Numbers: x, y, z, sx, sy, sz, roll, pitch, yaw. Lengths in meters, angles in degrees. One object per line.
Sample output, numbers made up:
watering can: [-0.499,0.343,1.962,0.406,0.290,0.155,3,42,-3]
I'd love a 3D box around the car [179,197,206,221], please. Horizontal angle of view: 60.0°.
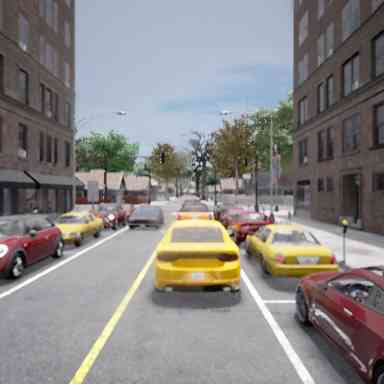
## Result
car: [0.059,1.372,27.971,2.097,1.767,4.553,0,0,0]

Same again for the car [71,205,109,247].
car: [-5.358,1.534,15.095,1.752,1.417,4.829,0,0,0]

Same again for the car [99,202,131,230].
car: [-5.346,1.454,20.784,1.967,1.590,4.097,0,0,0]

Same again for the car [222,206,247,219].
car: [2.667,1.554,15.251,1.887,1.381,4.507,0,0,0]

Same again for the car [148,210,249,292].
car: [0.119,1.482,8.958,1.882,1.535,5.008,0,0,0]

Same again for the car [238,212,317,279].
car: [2.656,1.530,9.903,1.752,1.417,4.829,0,0,0]

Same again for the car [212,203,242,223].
car: [2.692,1.584,26.287,1.947,1.339,4.313,0,0,0]

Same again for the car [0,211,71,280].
car: [-5.370,1.445,9.747,1.967,1.590,4.097,0,0,0]

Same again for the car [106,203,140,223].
car: [-5.333,1.600,26.303,1.802,1.307,4.206,0,0,0]

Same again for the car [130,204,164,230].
car: [-2.782,1.562,21.508,2.033,1.411,5.357,0,0,0]

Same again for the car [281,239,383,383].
car: [2.643,1.583,4.214,1.802,1.307,4.206,0,0,0]

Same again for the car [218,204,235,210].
car: [2.680,1.596,20.769,1.802,1.307,4.206,0,0,0]

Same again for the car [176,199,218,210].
car: [0.139,1.363,18.883,2.097,1.767,4.553,0,0,0]
